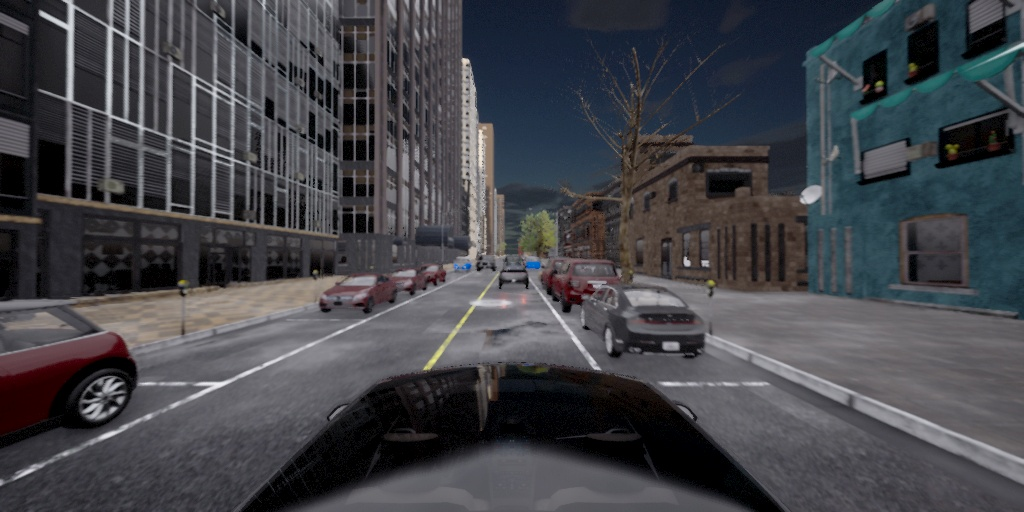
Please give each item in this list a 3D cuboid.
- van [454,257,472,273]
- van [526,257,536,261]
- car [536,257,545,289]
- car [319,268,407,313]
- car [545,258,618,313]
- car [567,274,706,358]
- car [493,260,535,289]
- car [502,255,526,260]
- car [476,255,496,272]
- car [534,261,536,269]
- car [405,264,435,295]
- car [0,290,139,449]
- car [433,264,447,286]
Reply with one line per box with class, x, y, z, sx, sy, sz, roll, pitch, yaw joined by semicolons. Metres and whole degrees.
van;-5.680;1.006;41.548;1.690;1.789;3.998;0;0;0
van;2.701;0.991;47.093;1.690;1.789;3.998;0;0;0
car;2.696;1.035;19.360;2.192;1.841;5.009;0;0;0
car;-5.686;1.313;13.812;1.802;1.307;4.207;0;0;0
car;2.695;1.045;13.811;2.192;1.841;5.009;0;0;0
car;2.694;1.291;8.265;2.007;1.370;4.403;0;0;0
car;0.106;1.205;23.009;2.128;1.511;4.902;0;0;0
car;0.109;0.895;39.843;2.150;2.045;5.566;0;1;0
car;-3.080;0.881;43.721;2.150;2.045;5.566;0;0;0
car;2.697;1.234;25.077;1.751;1.417;4.829;0;0;0
car;-5.685;1.302;19.361;1.802;1.307;4.207;0;0;0
car;-5.688;1.188;2.720;1.967;1.591;4.097;0;0;0
car;-5.684;1.253;24.907;1.888;1.381;4.507;0;0;0
